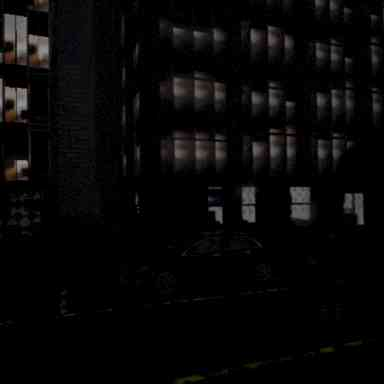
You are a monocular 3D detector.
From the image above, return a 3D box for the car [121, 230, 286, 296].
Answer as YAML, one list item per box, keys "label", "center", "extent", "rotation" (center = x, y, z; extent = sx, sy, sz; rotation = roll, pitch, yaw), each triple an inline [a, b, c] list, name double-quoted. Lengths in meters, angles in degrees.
- label: "car"
  center: [0.356, 1.717, 8.789]
  extent: [4.403, 1.369, 2.008]
  rotation: [0, -2, -21]

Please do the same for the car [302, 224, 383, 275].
- label: "car"
  center: [5.666, 1.738, 10.818]
  extent: [4.313, 1.339, 1.947]
  rotation: [0, -2, -21]
